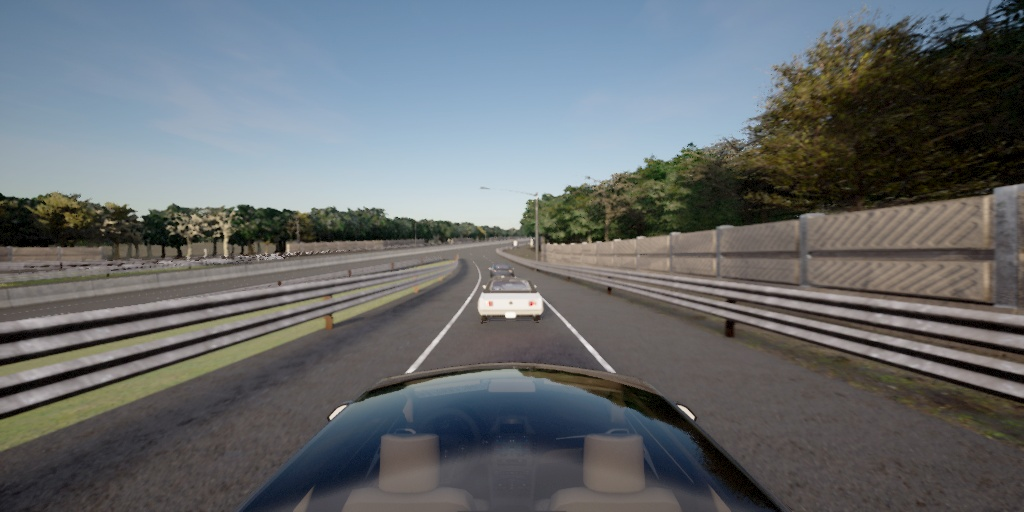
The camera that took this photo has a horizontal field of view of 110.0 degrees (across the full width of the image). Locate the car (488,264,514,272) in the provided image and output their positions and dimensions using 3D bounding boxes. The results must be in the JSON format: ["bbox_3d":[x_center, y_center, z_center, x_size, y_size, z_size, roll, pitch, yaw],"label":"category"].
[{"bbox_3d":[-0.852,1.345,28.838,2.128,1.511,4.902,0,0,-4],"label":"car"}]

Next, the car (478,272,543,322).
[{"bbox_3d":[-0.084,1.391,12.371,1.895,1.301,4.718,0,0,-1],"label":"car"}]
